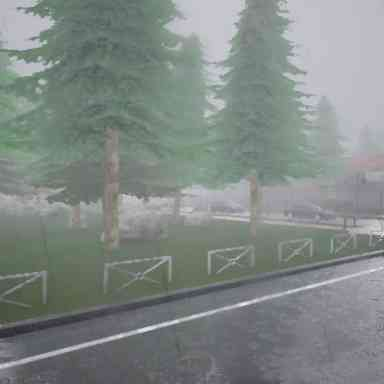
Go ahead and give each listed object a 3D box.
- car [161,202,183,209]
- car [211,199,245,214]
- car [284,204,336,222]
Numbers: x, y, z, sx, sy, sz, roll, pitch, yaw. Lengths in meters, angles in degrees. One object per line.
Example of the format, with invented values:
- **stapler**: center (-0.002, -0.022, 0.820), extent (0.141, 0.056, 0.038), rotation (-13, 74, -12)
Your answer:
- **car**: center (-3.126, 1.697, 51.472), extent (2.097, 1.767, 4.553), rotation (1, 0, -28)
- **car**: center (4.256, 1.694, 39.747), extent (2.097, 1.767, 4.553), rotation (0, 0, -34)
- **car**: center (10.727, 1.849, 30.493), extent (1.837, 1.490, 4.892), rotation (0, 0, -35)
